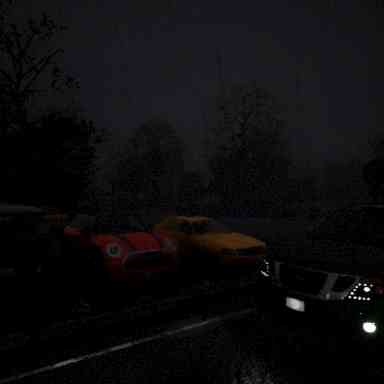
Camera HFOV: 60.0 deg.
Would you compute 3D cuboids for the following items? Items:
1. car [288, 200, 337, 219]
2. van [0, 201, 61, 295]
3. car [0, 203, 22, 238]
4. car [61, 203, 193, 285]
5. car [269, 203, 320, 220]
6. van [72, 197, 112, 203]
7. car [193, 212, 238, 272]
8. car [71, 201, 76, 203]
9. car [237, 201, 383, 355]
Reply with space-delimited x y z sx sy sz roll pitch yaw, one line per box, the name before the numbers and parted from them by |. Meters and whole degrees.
car | 12.871 1.824 35.766 2.185 1.767 4.553 2 -1 -36
van | -4.779 1.245 8.004 1.878 1.987 4.442 0 0 -36
car | -11.075 1.471 18.676 1.946 1.575 5.366 0 0 -36
car | -2.268 1.355 9.713 2.185 1.767 4.553 1 0 -36
car | 10.325 1.914 33.871 2.002 1.452 4.674 2 -1 -36
van | -6.475 1.282 21.626 1.878 1.987 4.442 1 0 -36
car | 0.223 1.499 11.247 1.946 1.575 5.366 1 0 -36
car | -8.918 1.484 20.234 1.946 1.575 5.366 1 0 -36
car | 3.687 1.246 6.305 5.566 2.045 2.150 1 0 -36
